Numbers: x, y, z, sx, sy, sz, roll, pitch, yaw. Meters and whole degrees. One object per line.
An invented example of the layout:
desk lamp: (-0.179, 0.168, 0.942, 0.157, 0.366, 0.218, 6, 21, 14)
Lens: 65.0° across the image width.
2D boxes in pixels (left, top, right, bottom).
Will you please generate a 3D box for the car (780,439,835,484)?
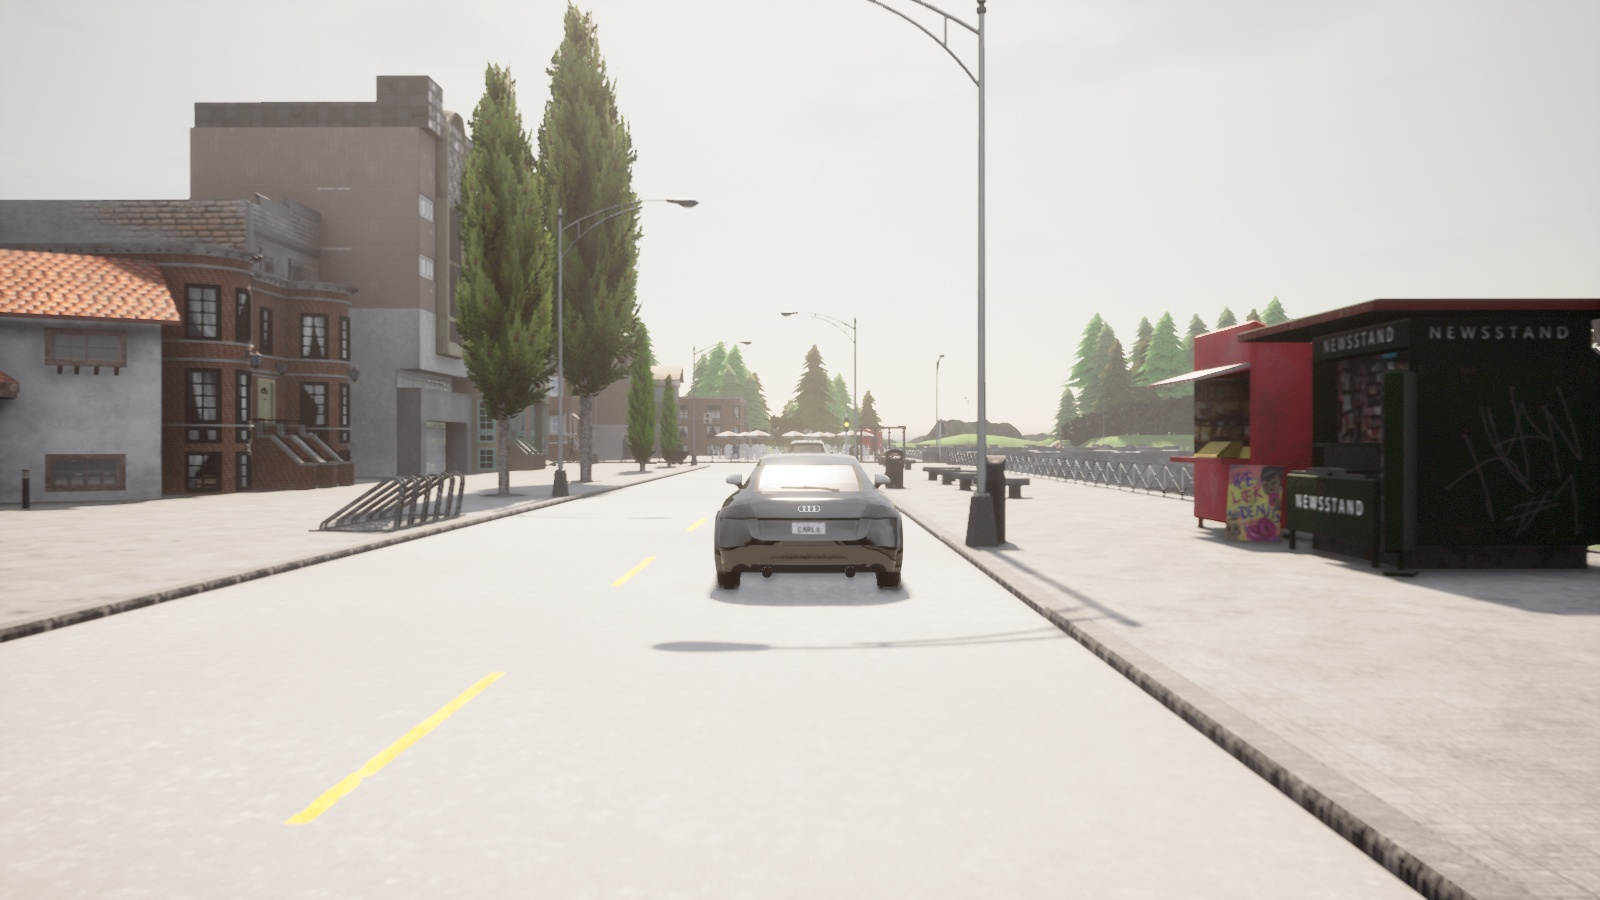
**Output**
car: (0.285, 0.403, 48.649, 2.033, 1.649, 4.856, 0, 0, 0)

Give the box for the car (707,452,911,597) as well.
car: (0.095, 0.729, 14.376, 1.994, 1.385, 4.181, 0, 0, 0)
